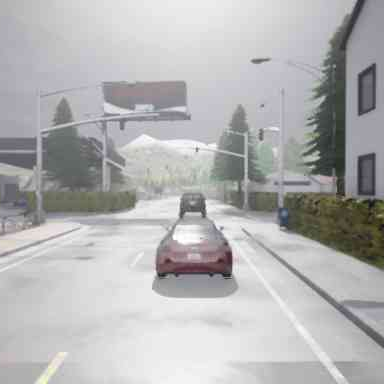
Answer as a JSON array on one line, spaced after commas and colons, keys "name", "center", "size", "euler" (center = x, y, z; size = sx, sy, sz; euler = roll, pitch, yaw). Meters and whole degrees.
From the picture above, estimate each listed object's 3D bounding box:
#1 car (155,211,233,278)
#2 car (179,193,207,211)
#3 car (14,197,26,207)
[{"name": "car", "center": [0.065, 1.471, 9.851], "size": [1.994, 1.385, 4.181], "euler": [0, 1, 0]}, {"name": "car", "center": [0.086, 1.078, 28.974], "size": [2.150, 2.045, 5.566], "euler": [0, -1, 1]}, {"name": "car", "center": [-22.169, 1.240, 46.108], "size": [4.611, 1.667, 2.242], "euler": [0, 1, 0]}]
